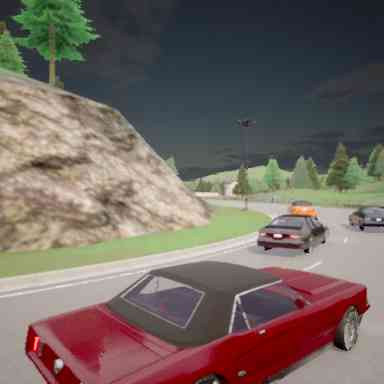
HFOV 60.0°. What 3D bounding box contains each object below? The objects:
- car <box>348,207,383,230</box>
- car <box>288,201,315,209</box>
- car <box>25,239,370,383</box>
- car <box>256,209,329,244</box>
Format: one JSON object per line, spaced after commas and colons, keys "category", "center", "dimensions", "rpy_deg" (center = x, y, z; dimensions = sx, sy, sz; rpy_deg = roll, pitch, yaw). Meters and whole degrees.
{"category": "car", "center": [11.917, 1.743, 22.416], "dimensions": [2.033, 1.411, 5.357], "rpy_deg": [0, 0, 16]}
{"category": "car", "center": [10.111, 1.615, 30.849], "dimensions": [2.097, 1.767, 4.553], "rpy_deg": [0, 0, 11]}
{"category": "car", "center": [0.542, 1.639, 4.474], "dimensions": [4.718, 1.301, 1.895], "rpy_deg": [0, -1, -40]}
{"category": "car", "center": [4.488, 1.670, 14.301], "dimensions": [2.033, 1.411, 5.357], "rpy_deg": [0, -1, 32]}
